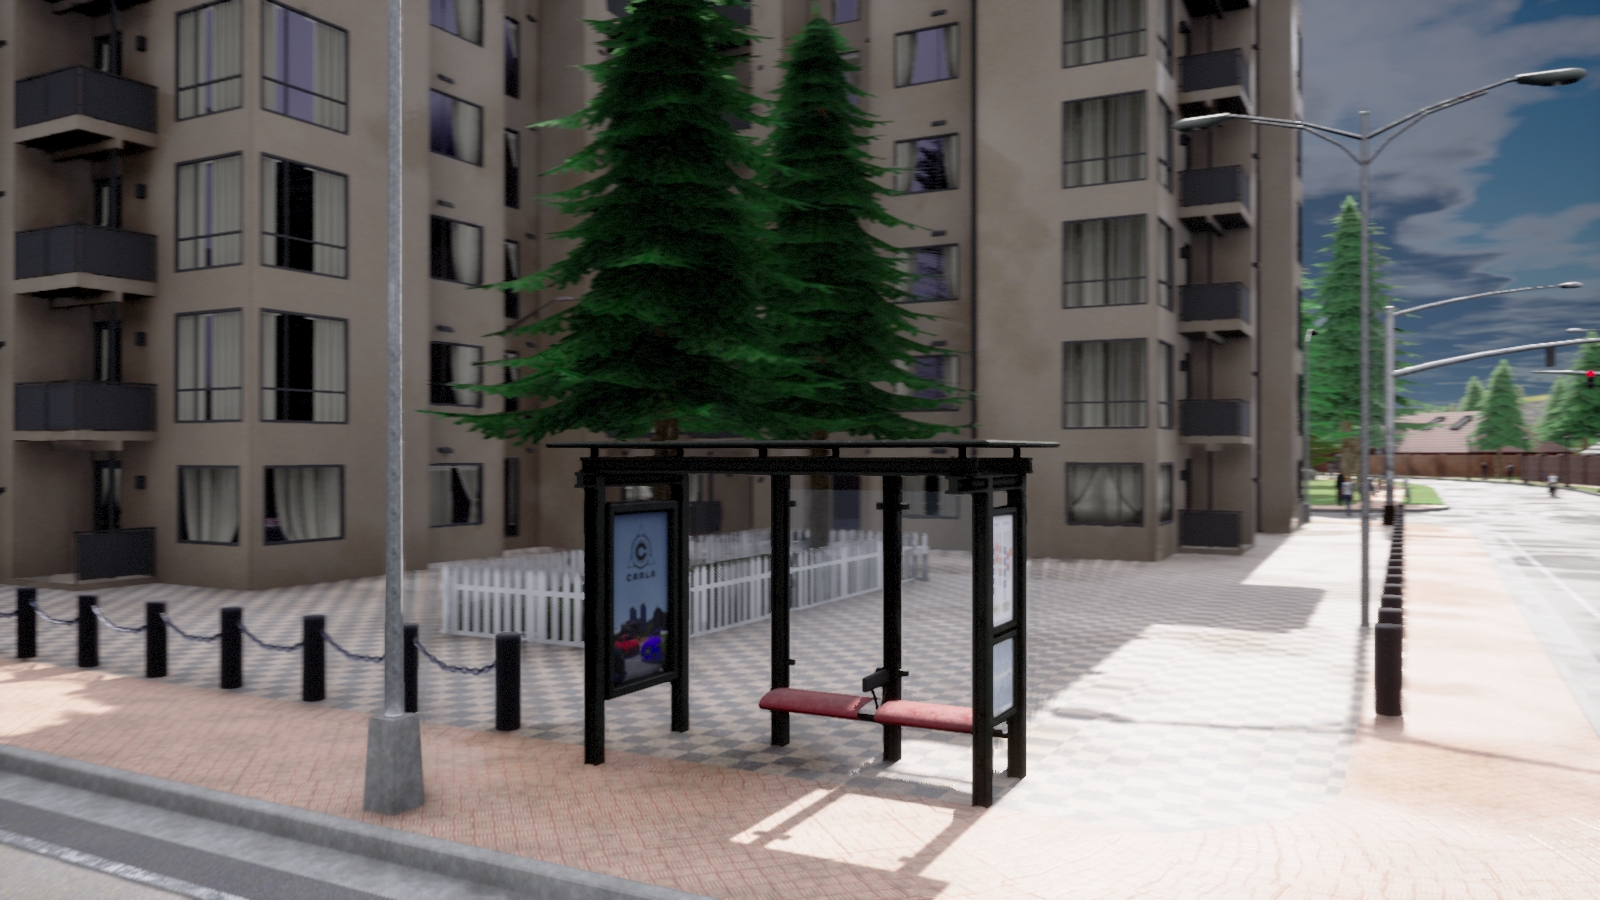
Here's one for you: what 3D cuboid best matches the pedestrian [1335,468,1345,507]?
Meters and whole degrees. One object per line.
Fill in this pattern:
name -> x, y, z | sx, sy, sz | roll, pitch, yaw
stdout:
pedestrian -> 26.303, 1.829, 55.646 | 0.375, 1.860, 0.375 | 0, 0, 40

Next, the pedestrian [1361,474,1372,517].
pedestrian -> 24.624, 1.967, 49.662 | 0.375, 1.860, 0.375 | 0, 0, 29

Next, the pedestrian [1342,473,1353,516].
pedestrian -> 24.182, 1.969, 50.436 | 0.375, 1.860, 0.375 | 0, 0, 18
